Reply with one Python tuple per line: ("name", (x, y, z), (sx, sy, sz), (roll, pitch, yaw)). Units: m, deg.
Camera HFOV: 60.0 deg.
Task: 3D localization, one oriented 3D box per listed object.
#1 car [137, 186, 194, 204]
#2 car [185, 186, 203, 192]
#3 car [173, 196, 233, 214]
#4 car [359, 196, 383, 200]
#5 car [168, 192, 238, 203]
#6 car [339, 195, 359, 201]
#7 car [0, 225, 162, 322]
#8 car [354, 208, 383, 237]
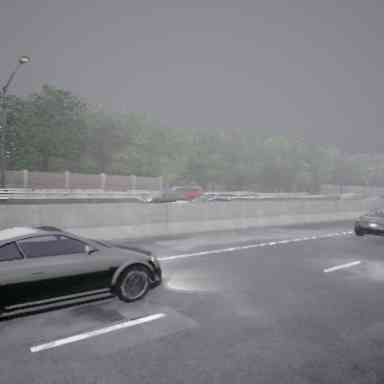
("car", (-2.473, 0.614, 28.849), (4.553, 1.767, 2.097), (1, 2, -39))
("car", (-1.158, 0.403, 34.359), (5.566, 2.045, 2.150), (1, 1, -38))
("car", (0.945, 1.001, 27.119), (4.718, 1.301, 1.895), (1, 2, -38))
("car", (30.219, 1.306, 55.196), (4.181, 1.385, 1.994), (1, 1, -39))
("car", (1.137, 0.994, 22.785), (4.902, 1.511, 2.128), (1, 2, -39))
("car", (27.583, 1.167, 57.557), (5.357, 1.411, 2.033), (1, 1, -39))
("car", (-2.627, 1.335, 6.158), (4.181, 1.385, 1.994), (1, 2, -39))
("car", (9.616, 1.461, 16.050), (4.181, 1.385, 1.994), (1, 2, -39))
